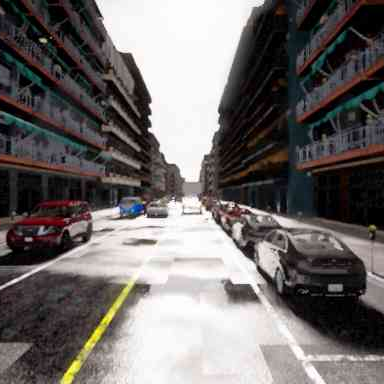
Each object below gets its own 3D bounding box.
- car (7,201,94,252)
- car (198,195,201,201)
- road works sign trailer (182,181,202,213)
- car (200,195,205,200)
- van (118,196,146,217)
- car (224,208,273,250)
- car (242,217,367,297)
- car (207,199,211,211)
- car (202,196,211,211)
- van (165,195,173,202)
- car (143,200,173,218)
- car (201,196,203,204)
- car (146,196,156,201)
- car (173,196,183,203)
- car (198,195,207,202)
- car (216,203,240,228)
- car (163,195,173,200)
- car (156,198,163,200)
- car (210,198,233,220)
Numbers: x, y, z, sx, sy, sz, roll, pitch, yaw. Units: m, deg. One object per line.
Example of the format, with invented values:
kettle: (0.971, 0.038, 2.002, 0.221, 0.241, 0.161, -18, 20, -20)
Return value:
car: (-5.691, 1.337, 14.098, 2.192, 1.841, 5.009, 0, 0, 0)
car: (2.686, 1.721, 65.035, 1.887, 1.381, 4.507, 0, 0, 0)
road works sign trailer: (-0.001, 0.544, 39.013, 2.380, 3.560, 2.880, 0, 0, 0)
car: (2.687, 1.700, 59.370, 1.887, 1.381, 4.507, 0, 0, 0)
van: (-5.691, 1.395, 31.085, 1.690, 1.788, 3.998, 0, 0, 0)
car: (2.690, 1.573, 14.077, 2.008, 1.369, 4.403, 0, 0, 0)
car: (2.690, 1.564, 8.415, 2.008, 1.369, 4.403, 0, 0, 0)
car: (2.689, 1.636, 31.063, 1.802, 1.307, 4.206, 0, 0, 0)
car: (2.688, 1.531, 42.383, 1.967, 1.590, 4.097, 0, 0, 0)
van: (-5.696, 1.597, 82.040, 1.690, 1.788, 3.998, 0, 0, 0)
car: (-3.098, 1.656, 31.224, 1.895, 1.301, 4.718, 0, 0, 0)
car: (2.687, 1.638, 48.215, 1.752, 1.417, 4.829, 0, 0, 0)
car: (-5.693, 1.387, 36.745, 2.192, 1.841, 5.009, 0, 0, 0)
car: (-3.002, 1.697, 72.409, 1.812, 1.442, 4.674, 0, 0, 0)
car: (2.684, 1.602, 87.678, 2.192, 1.841, 5.009, 0, 0, 0)
car: (2.690, 1.576, 19.740, 1.887, 1.381, 4.507, 0, 0, 0)
car: (-5.694, 1.726, 70.546, 1.752, 1.417, 4.829, 0, 0, 0)
car: (-5.693, 1.657, 48.068, 1.887, 1.381, 4.507, 0, 0, 0)
car: (2.689, 1.482, 25.400, 1.967, 1.590, 4.097, 0, 0, 0)
